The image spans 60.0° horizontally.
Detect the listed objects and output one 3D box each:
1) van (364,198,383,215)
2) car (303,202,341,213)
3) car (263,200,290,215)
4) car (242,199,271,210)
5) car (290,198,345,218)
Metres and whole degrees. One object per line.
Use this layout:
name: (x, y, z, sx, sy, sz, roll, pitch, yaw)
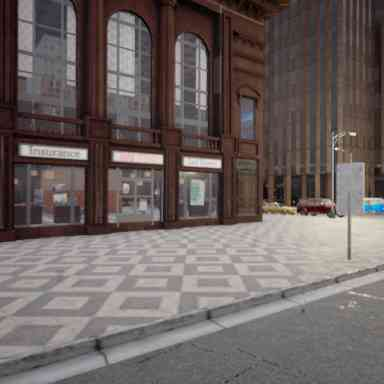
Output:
van: (19.635, 1.611, 37.582, 1.690, 1.788, 3.998, 0, 0, -35)
car: (16.397, 1.919, 42.176, 1.802, 1.307, 4.206, 0, 0, -35)
car: (9.532, 1.815, 37.118, 1.752, 1.417, 4.829, 0, 0, -35)
car: (9.913, 1.913, 51.369, 1.967, 1.590, 4.097, 0, 0, -35)
car: (12.672, 1.539, 32.661, 2.192, 1.841, 5.009, 0, 0, -35)
